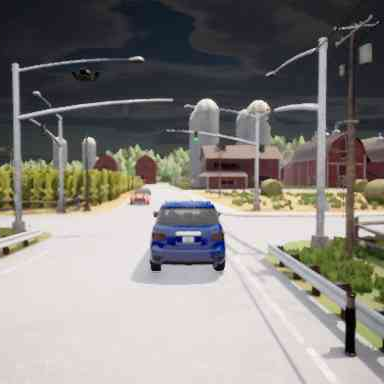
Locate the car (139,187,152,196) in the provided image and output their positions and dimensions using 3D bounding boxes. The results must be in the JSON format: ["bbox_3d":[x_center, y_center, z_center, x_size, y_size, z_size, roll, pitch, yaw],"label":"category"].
[{"bbox_3d":[-7.877,-0.055,56.697,1.994,1.385,4.181,0,2,-6],"label":"car"}]

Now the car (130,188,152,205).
[{"bbox_3d":[-5.728,0.468,37.041,2.097,1.767,4.553,0,2,-6],"label":"car"}]

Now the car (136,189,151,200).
[{"bbox_3d":[-6.787,0.319,46.720,1.994,1.385,4.181,0,2,-7],"label":"car"}]

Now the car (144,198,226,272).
[{"bbox_3d":[-0.168,1.263,11.230,2.150,2.045,5.566,0,1,-2],"label":"car"}]

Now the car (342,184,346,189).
[{"bbox_3d":[40.416,-1.609,86.034,1.905,1.878,3.866,9,9,40],"label":"car"}]
